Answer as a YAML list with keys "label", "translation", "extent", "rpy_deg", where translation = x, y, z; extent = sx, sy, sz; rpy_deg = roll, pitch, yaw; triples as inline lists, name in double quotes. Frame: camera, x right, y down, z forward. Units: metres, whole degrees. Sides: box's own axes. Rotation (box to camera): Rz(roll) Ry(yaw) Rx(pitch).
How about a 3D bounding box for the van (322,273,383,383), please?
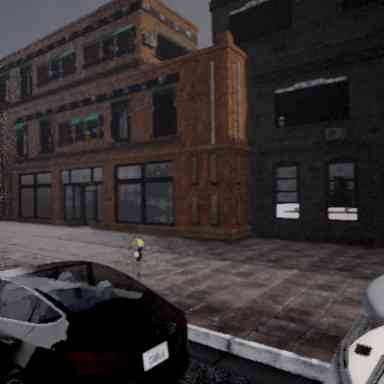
- label: "van"
  translation: [2.486, 1.336, 1.118]
  extent: [3.998, 1.788, 1.690]
  rpy_deg: [0, -1, 36]

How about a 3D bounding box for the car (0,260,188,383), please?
- label: "car"
  translation: [-2.031, 1.579, 4.335]
  extent: [4.313, 1.339, 1.947]
  rpy_deg: [0, -1, 36]
